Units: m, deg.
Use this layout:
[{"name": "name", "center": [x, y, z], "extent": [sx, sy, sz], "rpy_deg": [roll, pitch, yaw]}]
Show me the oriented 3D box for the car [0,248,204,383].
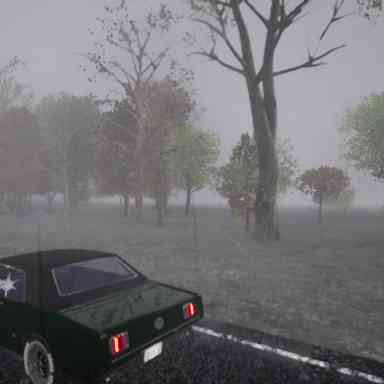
[{"name": "car", "center": [-2.264, 1.552, 5.121], "extent": [4.718, 1.301, 1.895], "rpy_deg": [0, -1, 35]}]
